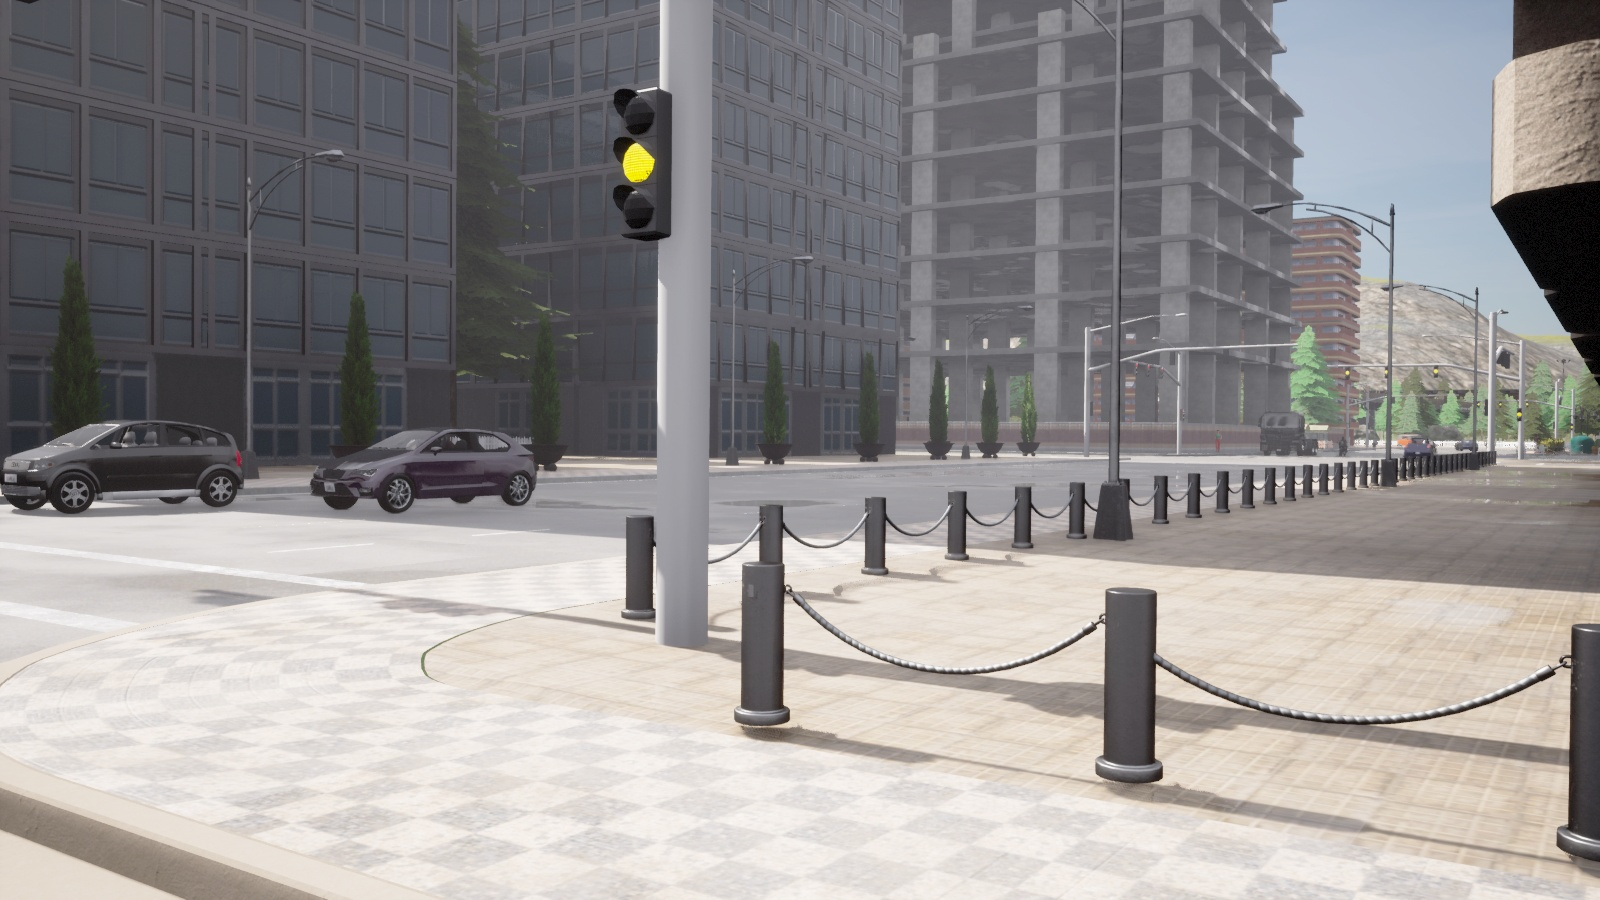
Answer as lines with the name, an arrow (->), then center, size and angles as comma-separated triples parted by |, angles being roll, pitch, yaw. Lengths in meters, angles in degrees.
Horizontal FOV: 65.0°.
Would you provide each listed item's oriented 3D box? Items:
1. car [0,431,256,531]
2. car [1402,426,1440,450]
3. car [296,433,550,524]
car -> -11.657, 0.463, 21.730 | 1.789, 1.549, 3.705 | 0, 1, 34
car -> 40.184, -0.760, 81.235 | 1.845, 1.501, 3.633 | 0, 1, 33
car -> -6.723, 0.439, 22.796 | 1.816, 1.474, 4.193 | 0, 1, 34
